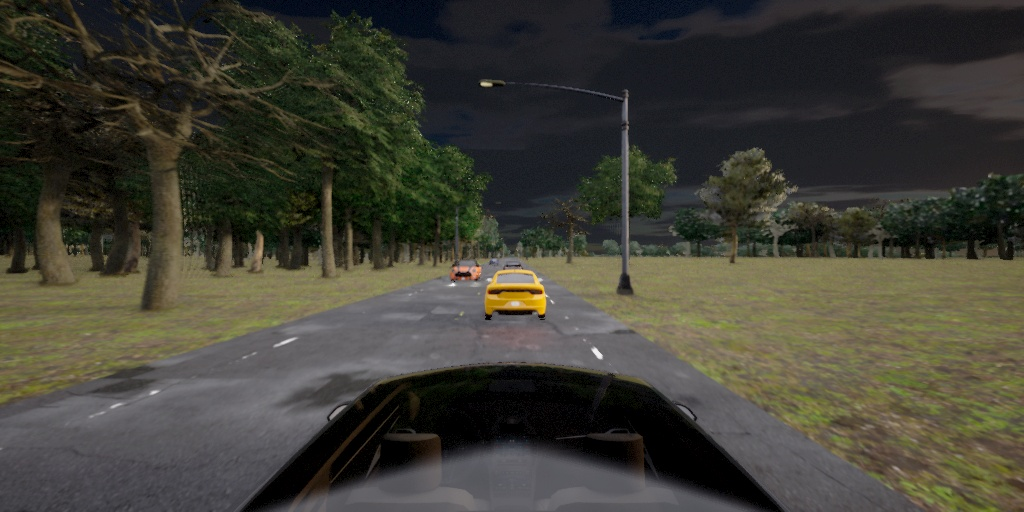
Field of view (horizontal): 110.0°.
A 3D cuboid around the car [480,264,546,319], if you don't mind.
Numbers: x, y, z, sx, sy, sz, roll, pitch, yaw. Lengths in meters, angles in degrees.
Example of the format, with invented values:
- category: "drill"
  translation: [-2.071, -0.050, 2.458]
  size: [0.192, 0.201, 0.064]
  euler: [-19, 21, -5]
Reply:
- category: "car"
  translation: [0.101, 1.223, 12.801]
  size: [1.882, 1.535, 5.008]
  euler: [0, 0, 0]

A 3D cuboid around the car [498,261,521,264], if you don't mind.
- category: "car"
  translation: [0.103, 1.210, 33.423]
  size: [2.128, 1.511, 4.902]
  euler: [0, 0, 0]

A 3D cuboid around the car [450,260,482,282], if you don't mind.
- category: "car"
  translation: [-3.586, 1.079, 28.580]
  size: [2.097, 1.767, 4.553]
  euler: [0, 0, 0]
